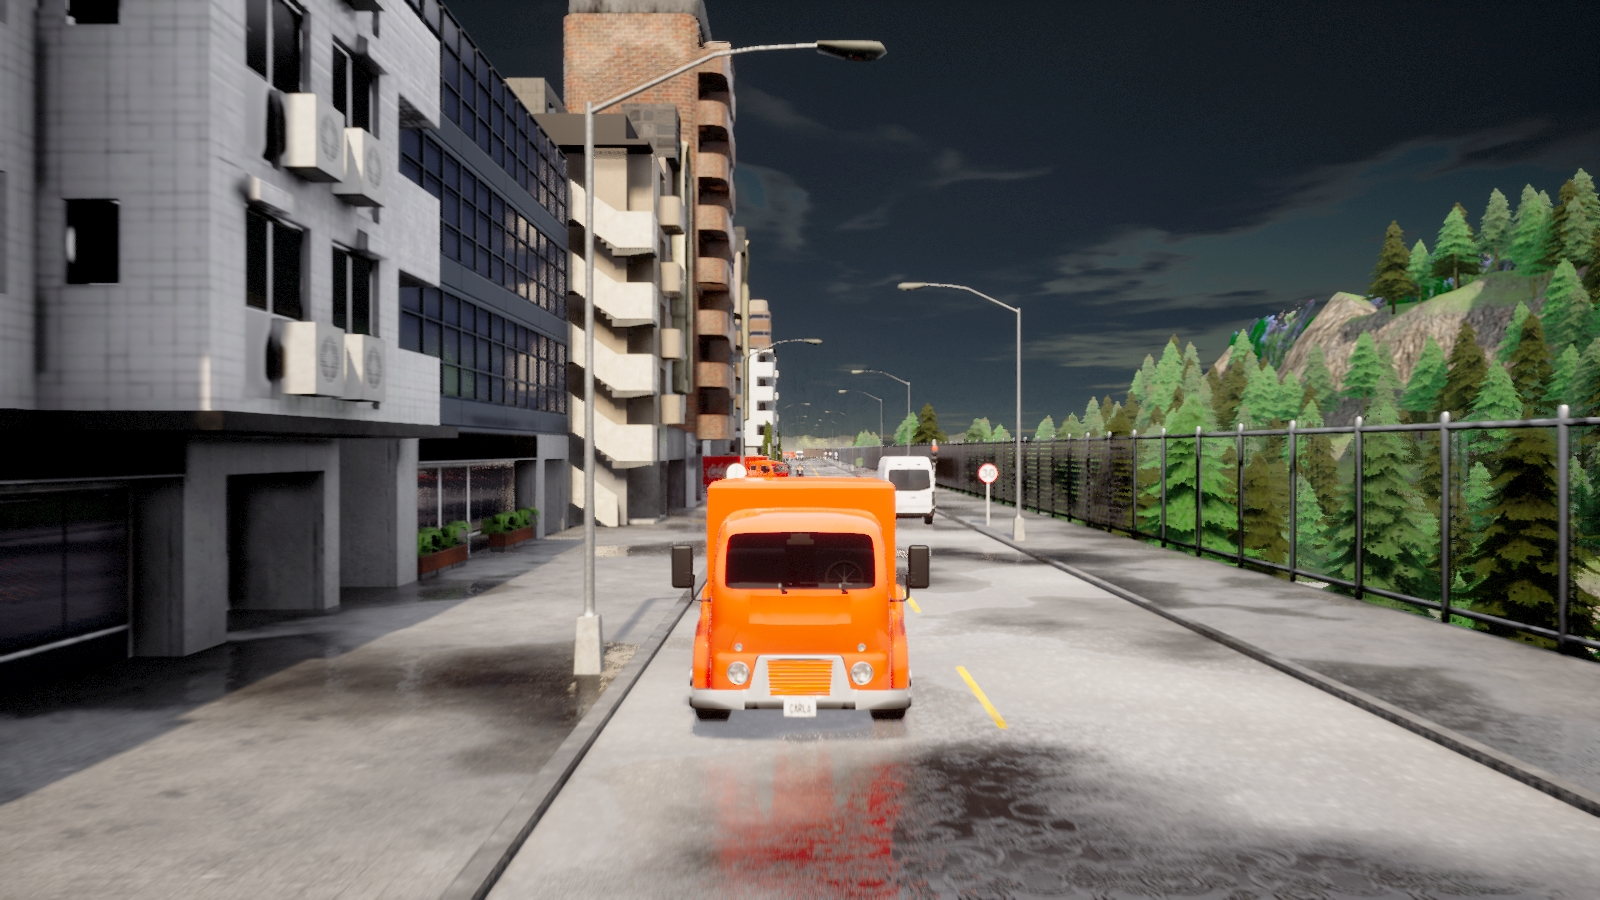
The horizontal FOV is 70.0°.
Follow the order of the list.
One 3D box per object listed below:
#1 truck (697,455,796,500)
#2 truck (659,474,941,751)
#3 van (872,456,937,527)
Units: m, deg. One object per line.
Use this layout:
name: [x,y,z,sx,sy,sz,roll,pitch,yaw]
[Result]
truck: [-3.098,1.569,66.184,5.204,2.467,2.627,0,-1,36]
truck: [0.018,1.568,13.254,2.627,2.467,5.204,0,0,0]
van: [4.003,1.534,44.751,1.988,2.561,5.915,0,0,0]
